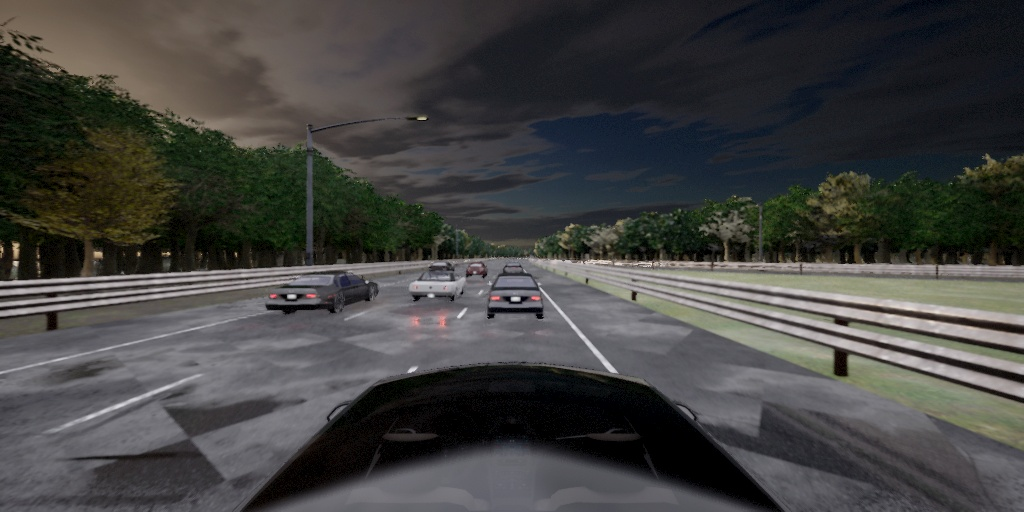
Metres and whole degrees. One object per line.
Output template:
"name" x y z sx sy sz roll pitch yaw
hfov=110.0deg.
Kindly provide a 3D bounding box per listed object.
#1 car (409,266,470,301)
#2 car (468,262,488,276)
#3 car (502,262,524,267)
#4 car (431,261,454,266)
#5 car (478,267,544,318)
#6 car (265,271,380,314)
"car" -3.383 1.355 17.243 1.895 1.301 4.718 1 0 0
"car" -3.386 1.324 34.947 1.812 1.442 4.674 0 0 0
"car" 0.113 1.287 33.770 2.128 1.511 4.902 0 0 0
"car" -6.880 1.270 35.433 1.882 1.535 5.008 1 0 0
"car" 0.106 1.308 12.990 2.033 1.411 5.357 0 0 0
"car" -6.894 1.297 13.731 2.033 1.411 5.357 0 1 0
